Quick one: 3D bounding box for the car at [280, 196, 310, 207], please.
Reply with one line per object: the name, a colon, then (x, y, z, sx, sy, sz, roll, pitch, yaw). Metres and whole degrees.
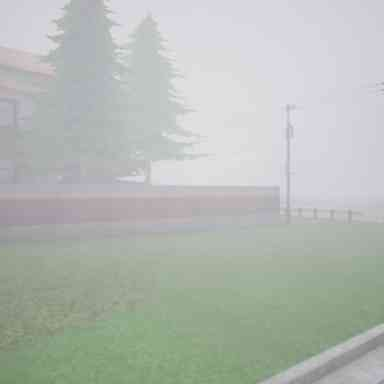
car: (14.827, 1.364, 48.601, 2.128, 1.511, 4.902, 0, 0, -36)
